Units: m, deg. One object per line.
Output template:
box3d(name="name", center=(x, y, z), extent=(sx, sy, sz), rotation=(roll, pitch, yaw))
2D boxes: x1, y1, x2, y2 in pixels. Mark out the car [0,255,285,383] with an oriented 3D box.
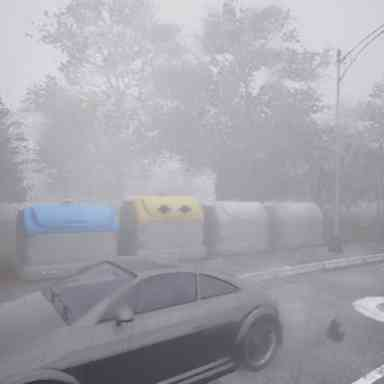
box3d(name="car", center=(-0.810, 1.569, 4.138), extent=(4.181, 1.385, 1.994), rotation=(0, 0, -35))
